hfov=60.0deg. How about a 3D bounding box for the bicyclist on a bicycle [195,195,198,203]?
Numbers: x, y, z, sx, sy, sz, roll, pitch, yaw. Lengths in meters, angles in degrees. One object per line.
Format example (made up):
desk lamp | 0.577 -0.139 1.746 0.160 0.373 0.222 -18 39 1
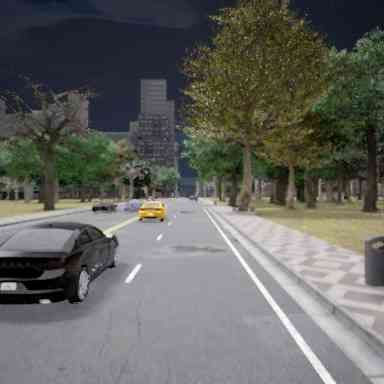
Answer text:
bicyclist on a bicycle | 1.012 1.610 71.324 0.659 1.776 1.843 0 0 0

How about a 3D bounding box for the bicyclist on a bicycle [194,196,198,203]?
bicyclist on a bicycle | 1.022 1.748 80.842 0.866 1.612 1.509 0 0 0

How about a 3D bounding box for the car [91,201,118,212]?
car | -9.781 1.663 37.407 1.895 1.301 4.718 0 0 0

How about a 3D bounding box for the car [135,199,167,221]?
car | -3.106 1.509 27.323 1.882 1.535 5.008 0 0 0

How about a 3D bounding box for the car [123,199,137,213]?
car | -6.527 1.593 38.279 1.812 1.442 4.674 0 0 0

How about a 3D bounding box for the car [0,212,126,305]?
car | -3.138 1.476 8.185 1.882 1.535 5.008 0 0 0
